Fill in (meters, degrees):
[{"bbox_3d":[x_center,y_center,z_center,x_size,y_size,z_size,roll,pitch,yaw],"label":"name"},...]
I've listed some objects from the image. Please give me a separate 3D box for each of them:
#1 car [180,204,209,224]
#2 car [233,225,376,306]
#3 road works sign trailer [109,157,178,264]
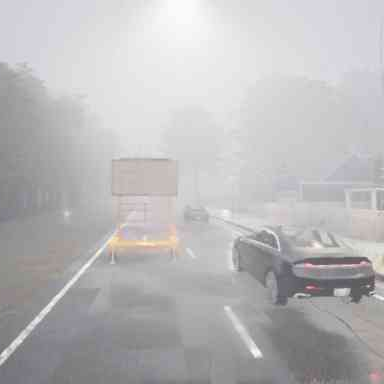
[{"bbox_3d":[0.166,1.688,26.500,2.128,1.511,4.902,0,0,-7],"label":"car"},{"bbox_3d":[2.357,1.563,8.277,2.128,1.511,4.902,0,0,-7],"label":"car"},{"bbox_3d":[-1.740,0.549,12.286,2.380,3.560,2.880,0,0,-7],"label":"road works sign trailer"}]
